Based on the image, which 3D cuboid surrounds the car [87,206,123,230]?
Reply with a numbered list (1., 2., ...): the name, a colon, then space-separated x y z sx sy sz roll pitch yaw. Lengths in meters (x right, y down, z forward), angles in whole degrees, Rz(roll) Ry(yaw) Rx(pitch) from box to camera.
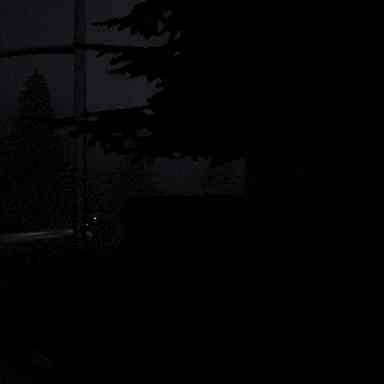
1. car: -4.909 1.586 21.312 1.895 1.301 4.718 0 0 36
